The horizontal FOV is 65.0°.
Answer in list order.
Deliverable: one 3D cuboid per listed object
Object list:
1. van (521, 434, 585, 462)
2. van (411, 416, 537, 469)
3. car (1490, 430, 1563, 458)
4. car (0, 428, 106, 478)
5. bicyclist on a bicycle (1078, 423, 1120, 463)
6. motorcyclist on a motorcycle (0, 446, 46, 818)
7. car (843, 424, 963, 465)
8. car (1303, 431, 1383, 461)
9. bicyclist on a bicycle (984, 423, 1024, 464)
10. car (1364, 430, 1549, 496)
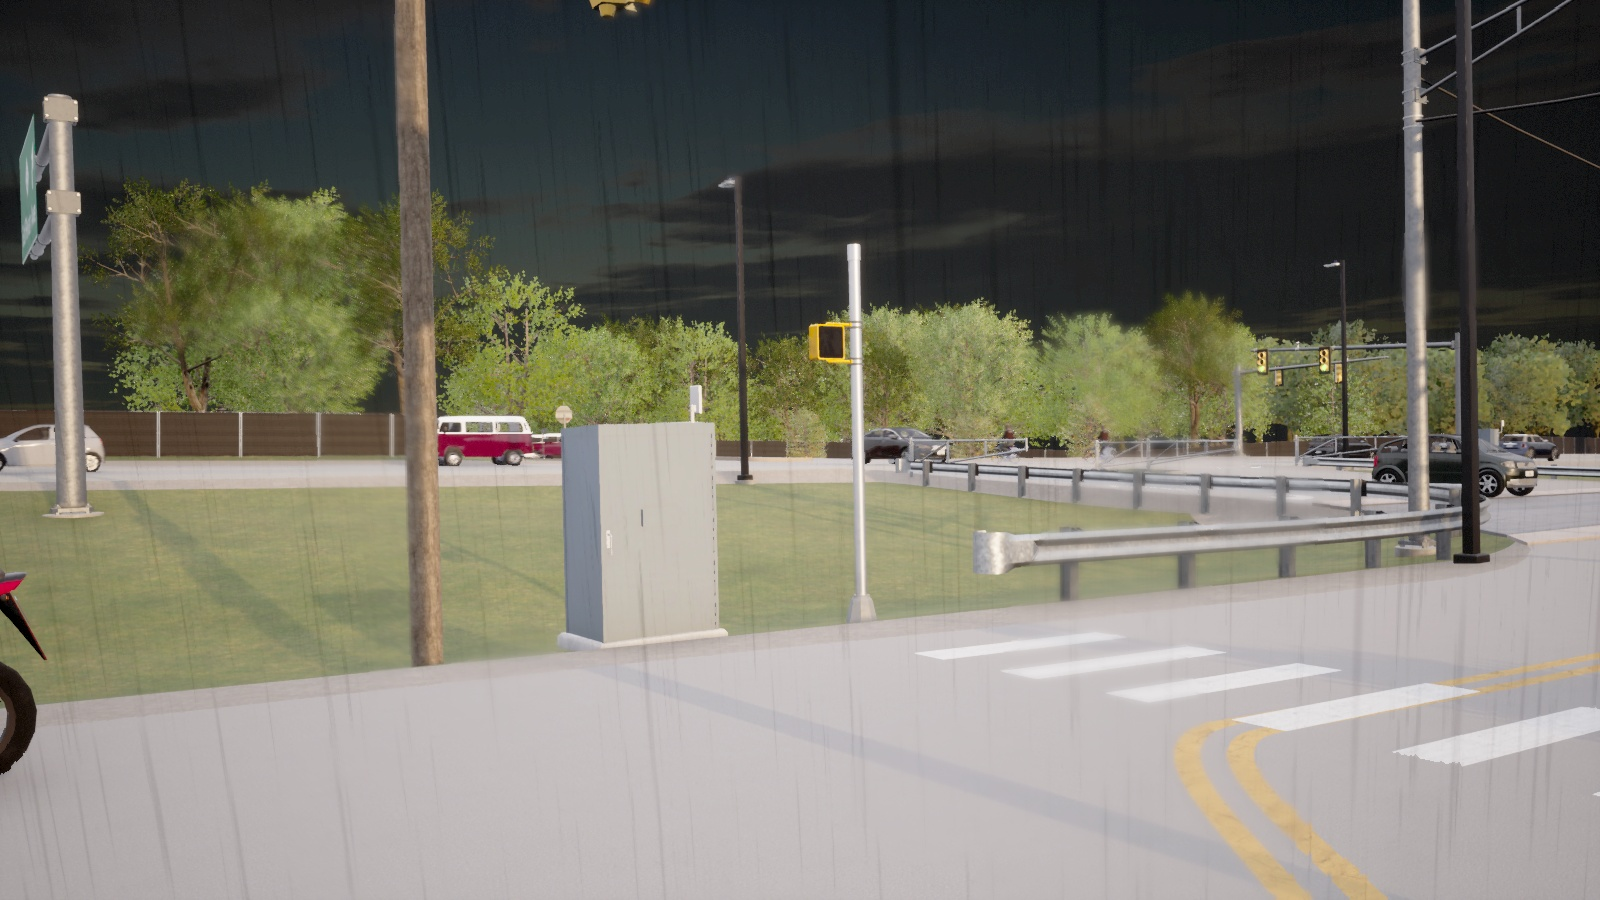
[{"bbox_3d":[-19.067,-0.175,96.963,4.480,2.038,2.069,-1,0,0],"label":"van"},{"bbox_3d":[-13.083,-0.308,50.449,4.480,2.038,2.069,0,0,-33],"label":"van"},{"bbox_3d":[39.629,-0.324,68.478,3.806,1.475,1.970,0,0,-34],"label":"car"},{"bbox_3d":[-23.356,0.084,38.347,3.633,1.501,1.845,-1,0,-34],"label":"car"},{"bbox_3d":[13.352,-0.299,56.114,0.659,1.776,1.843,0,0,-35],"label":"bicyclist on a bicycle"},{"bbox_3d":[-4.218,0.750,4.986,2.044,1.523,0.797,0,0,-35],"label":"motorcyclist on a motorcycle"},{"bbox_3d":[4.010,-0.206,49.785,2.128,1.511,4.902,0,0,-34],"label":"car"},{"bbox_3d":[28.031,-0.204,64.824,4.193,1.474,1.816,0,0,-34],"label":"car"},{"bbox_3d":[9.092,-0.291,56.069,0.659,1.776,1.843,0,0,-35],"label":"bicyclist on a bicycle"},{"bbox_3d":[16.435,0.310,31.579,1.789,1.549,3.705,-1,0,-34],"label":"car"}]
